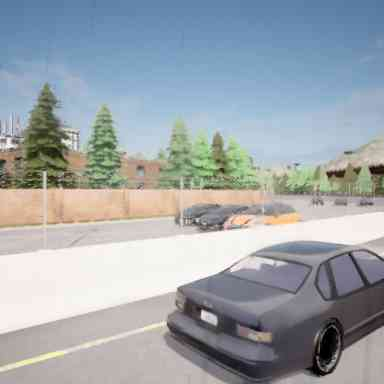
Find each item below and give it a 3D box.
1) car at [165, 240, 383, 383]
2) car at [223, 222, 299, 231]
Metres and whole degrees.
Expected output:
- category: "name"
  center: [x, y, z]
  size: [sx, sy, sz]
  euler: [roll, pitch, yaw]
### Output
- category: "car"
  center: [2.155, 1.554, 5.595]
  size: [5.357, 1.411, 2.033]
  euler: [0, 0, -39]
- category: "car"
  center: [3.593, 1.378, 16.479]
  size: [4.553, 1.767, 2.097]
  euler: [0, 0, -44]
